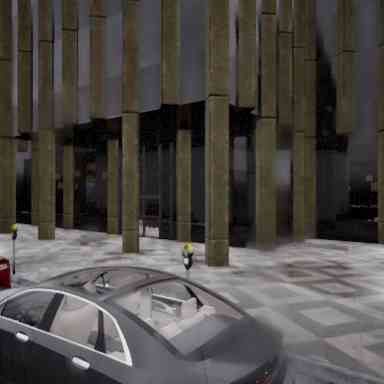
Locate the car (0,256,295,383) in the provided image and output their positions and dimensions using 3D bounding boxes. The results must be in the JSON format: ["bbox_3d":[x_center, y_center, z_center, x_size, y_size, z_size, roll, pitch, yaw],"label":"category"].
[{"bbox_3d":[-1.120,1.550,3.767,4.403,1.369,2.008,0,0,36],"label":"car"}]
